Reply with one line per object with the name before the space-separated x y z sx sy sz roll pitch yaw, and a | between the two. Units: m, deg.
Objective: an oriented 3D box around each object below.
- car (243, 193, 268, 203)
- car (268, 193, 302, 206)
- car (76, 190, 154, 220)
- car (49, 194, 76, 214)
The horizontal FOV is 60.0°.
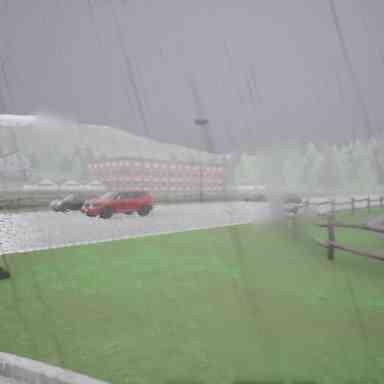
car | 9.988 0.895 51.010 2.033 1.411 5.357 1 1 45
car | 12.598 0.939 43.708 2.128 1.511 4.902 1 1 45
car | -5.475 0.883 25.182 2.150 2.045 5.566 1 1 44
car | -10.479 0.944 30.077 2.097 1.767 4.553 1 1 44
